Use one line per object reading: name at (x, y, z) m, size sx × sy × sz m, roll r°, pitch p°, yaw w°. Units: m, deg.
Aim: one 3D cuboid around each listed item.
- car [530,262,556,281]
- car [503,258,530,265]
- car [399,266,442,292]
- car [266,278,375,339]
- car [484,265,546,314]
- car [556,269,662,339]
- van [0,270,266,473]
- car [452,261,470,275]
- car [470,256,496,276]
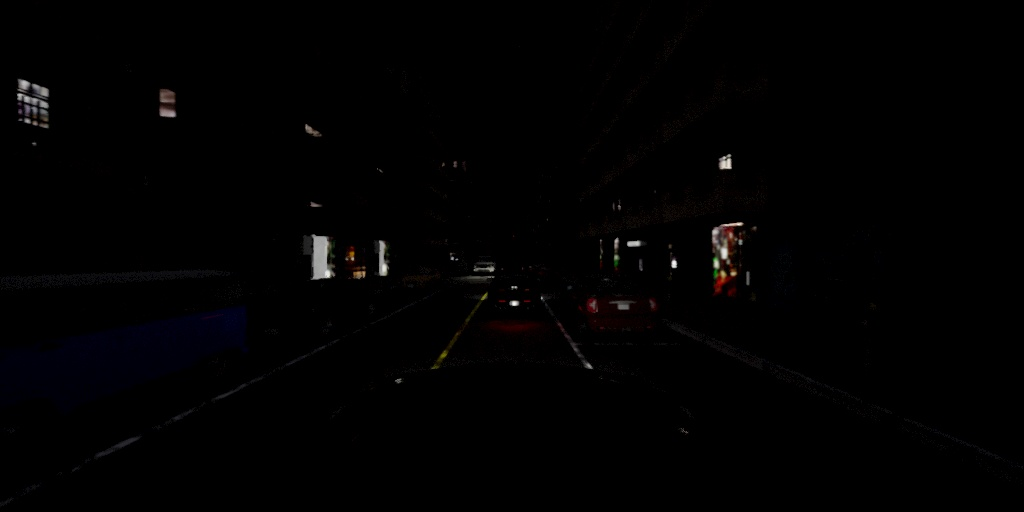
car at (2.566, 1.327, 27.137) m, size 1.802 × 1.307 × 4.207 m, roll 0°, pitch 0°, yaw 0°
car at (0.085, 1.097, 28.962) m, size 2.097 × 1.767 × 4.553 m, roll 0°, pitch 0°, yaw 0°
car at (-5.315, 1.272, 21.225) m, size 1.751 × 1.417 × 4.829 m, roll 0°, pitch 0°, yaw 0°
car at (-5.316, 1.315, 10.092) m, size 1.948 × 1.339 × 4.313 m, roll 0°, pitch 0°, yaw 0°
car at (0.085, 1.253, 13.858) m, size 1.837 × 1.490 × 4.892 m, roll 0°, pitch 0°, yaw 0°
car at (2.565, 1.188, 10.145) m, size 1.967 × 1.591 × 4.097 m, roll 0°, pitch 0°, yaw 0°
van at (-5.316, 1.091, 4.441) m, size 1.690 × 1.789 × 3.998 m, roll 0°, pitch 0°, yaw 0°
car at (-5.314, 1.293, 38.349) m, size 2.007 × 1.370 × 4.403 m, roll 0°, pitch 0°, yaw 0°
car at (-2.842, 0.965, 38.273) m, size 2.150 × 2.045 × 5.566 m, roll 0°, pitch 0°, yaw 0°
